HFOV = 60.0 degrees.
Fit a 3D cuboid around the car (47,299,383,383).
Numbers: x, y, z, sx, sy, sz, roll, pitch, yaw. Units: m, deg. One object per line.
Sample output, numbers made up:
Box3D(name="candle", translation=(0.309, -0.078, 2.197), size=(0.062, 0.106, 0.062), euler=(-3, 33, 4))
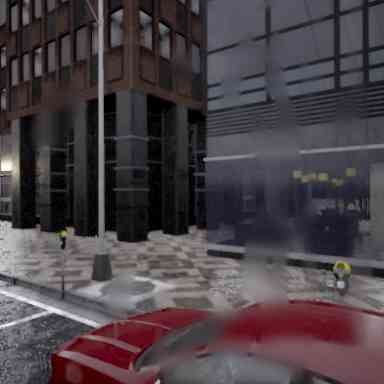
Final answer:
Box3D(name="car", translation=(0.722, 1.548, 2.452), size=(4.507, 1.381, 1.887), euler=(0, 0, 36))
